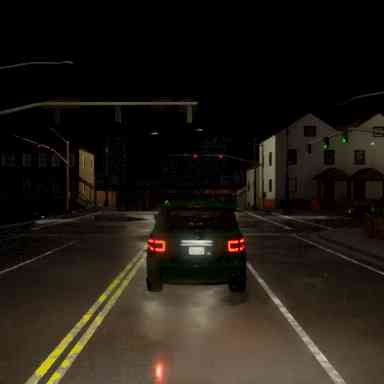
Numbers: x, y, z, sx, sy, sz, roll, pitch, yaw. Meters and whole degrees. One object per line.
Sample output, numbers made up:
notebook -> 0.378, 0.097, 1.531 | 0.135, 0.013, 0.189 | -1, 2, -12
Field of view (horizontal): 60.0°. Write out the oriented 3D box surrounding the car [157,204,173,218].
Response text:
car -> -3.594, 2.597, 45.340 | 1.812, 1.442, 4.674 | 0, -9, 0

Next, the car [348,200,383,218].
car -> 16.562, 1.491, 29.798 | 4.902, 1.511, 2.128 | 0, 0, -1

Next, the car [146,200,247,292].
car -> 0.090, 1.221, 9.070 | 2.150, 2.045, 5.566 | 0, 0, 0

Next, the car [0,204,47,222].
car -> -14.180, 1.609, 25.621 | 5.357, 1.411, 2.033 | -2, 0, 0
